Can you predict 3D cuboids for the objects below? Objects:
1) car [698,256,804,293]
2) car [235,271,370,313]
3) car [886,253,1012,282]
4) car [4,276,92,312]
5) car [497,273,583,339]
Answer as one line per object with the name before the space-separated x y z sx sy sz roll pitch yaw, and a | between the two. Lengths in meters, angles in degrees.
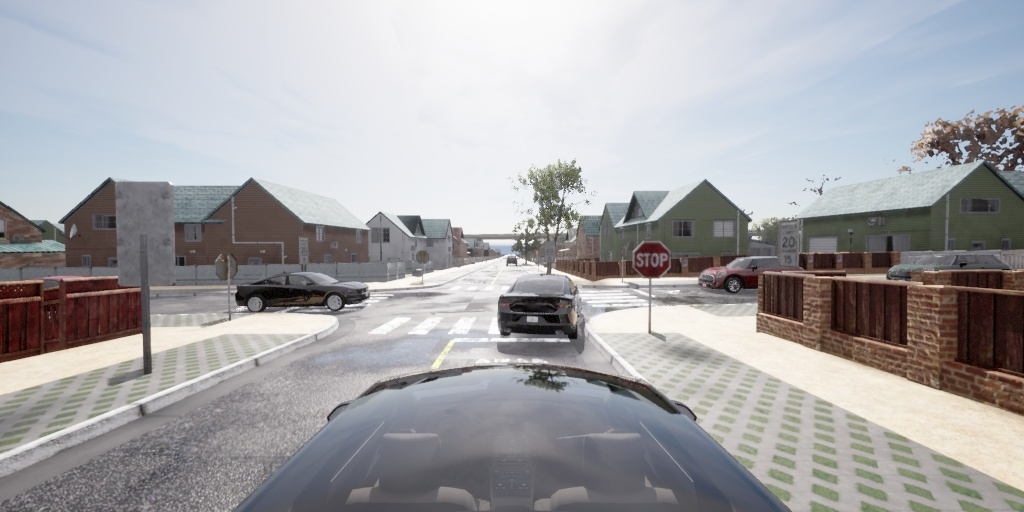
car | 11.800 0.825 17.827 4.553 1.767 2.097 -1 2 0
car | -8.474 1.380 14.735 5.008 1.535 1.882 -1 2 0
car | 21.695 0.651 17.903 4.553 1.767 2.097 -1 2 0
car | -18.027 1.550 14.669 5.008 1.535 1.882 -1 2 0
car | 0.954 1.227 10.213 1.882 1.535 5.008 0 0 12
